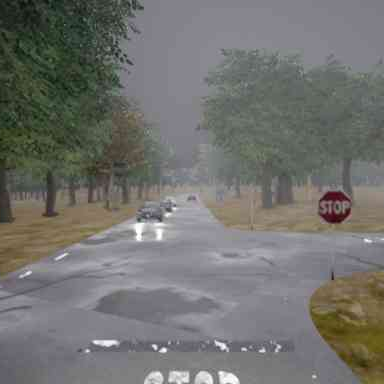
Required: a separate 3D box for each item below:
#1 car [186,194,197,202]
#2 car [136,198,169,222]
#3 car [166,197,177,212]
[{"bbox_3d":[-0.035,1.240,67.781,1.837,1.490,4.892,0,0,0],"label":"car"},{"bbox_3d":[-3.104,1.447,25.954,1.837,1.490,4.892,1,0,0],"label":"car"},{"bbox_3d":[-3.108,1.466,36.961,2.033,1.411,5.357,0,0,0],"label":"car"}]
